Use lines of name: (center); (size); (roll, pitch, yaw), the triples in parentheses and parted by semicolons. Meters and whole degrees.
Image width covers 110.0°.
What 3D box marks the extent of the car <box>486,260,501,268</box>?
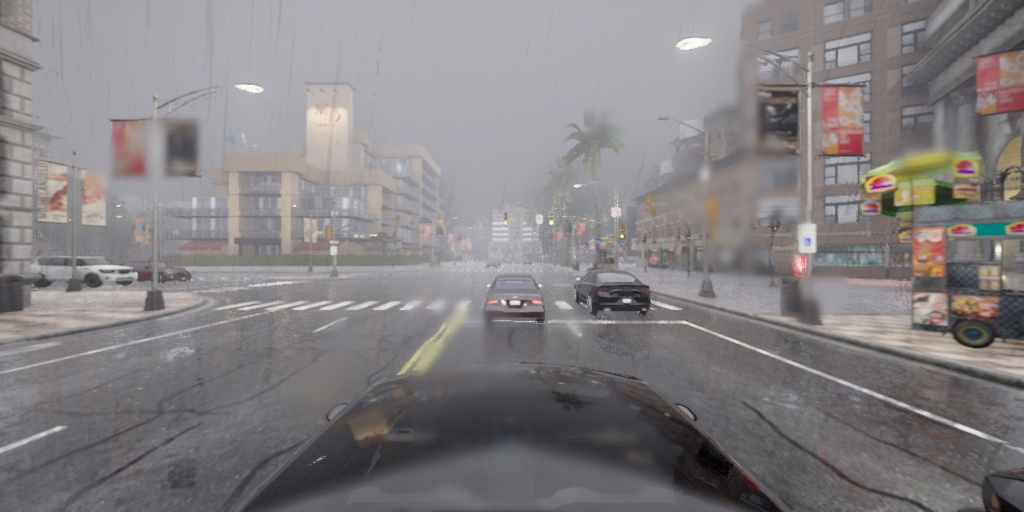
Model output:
car: (-3.521, 1.395, 64.418); (2.033, 1.411, 5.357); (0, 0, 0)

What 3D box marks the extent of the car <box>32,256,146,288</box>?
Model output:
car: (-28.356, 1.007, 23.781); (5.566, 2.045, 2.150); (0, 0, 0)

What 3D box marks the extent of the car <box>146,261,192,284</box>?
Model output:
car: (-27.222, 1.143, 27.291); (4.553, 1.767, 2.097); (0, 0, 0)

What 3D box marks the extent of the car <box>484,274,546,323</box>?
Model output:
car: (0.088, 1.314, 12.201); (2.033, 1.411, 5.357); (0, 0, 0)

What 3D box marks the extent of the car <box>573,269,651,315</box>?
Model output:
car: (3.592, 1.246, 13.672); (1.882, 1.535, 5.008); (0, 0, 0)
